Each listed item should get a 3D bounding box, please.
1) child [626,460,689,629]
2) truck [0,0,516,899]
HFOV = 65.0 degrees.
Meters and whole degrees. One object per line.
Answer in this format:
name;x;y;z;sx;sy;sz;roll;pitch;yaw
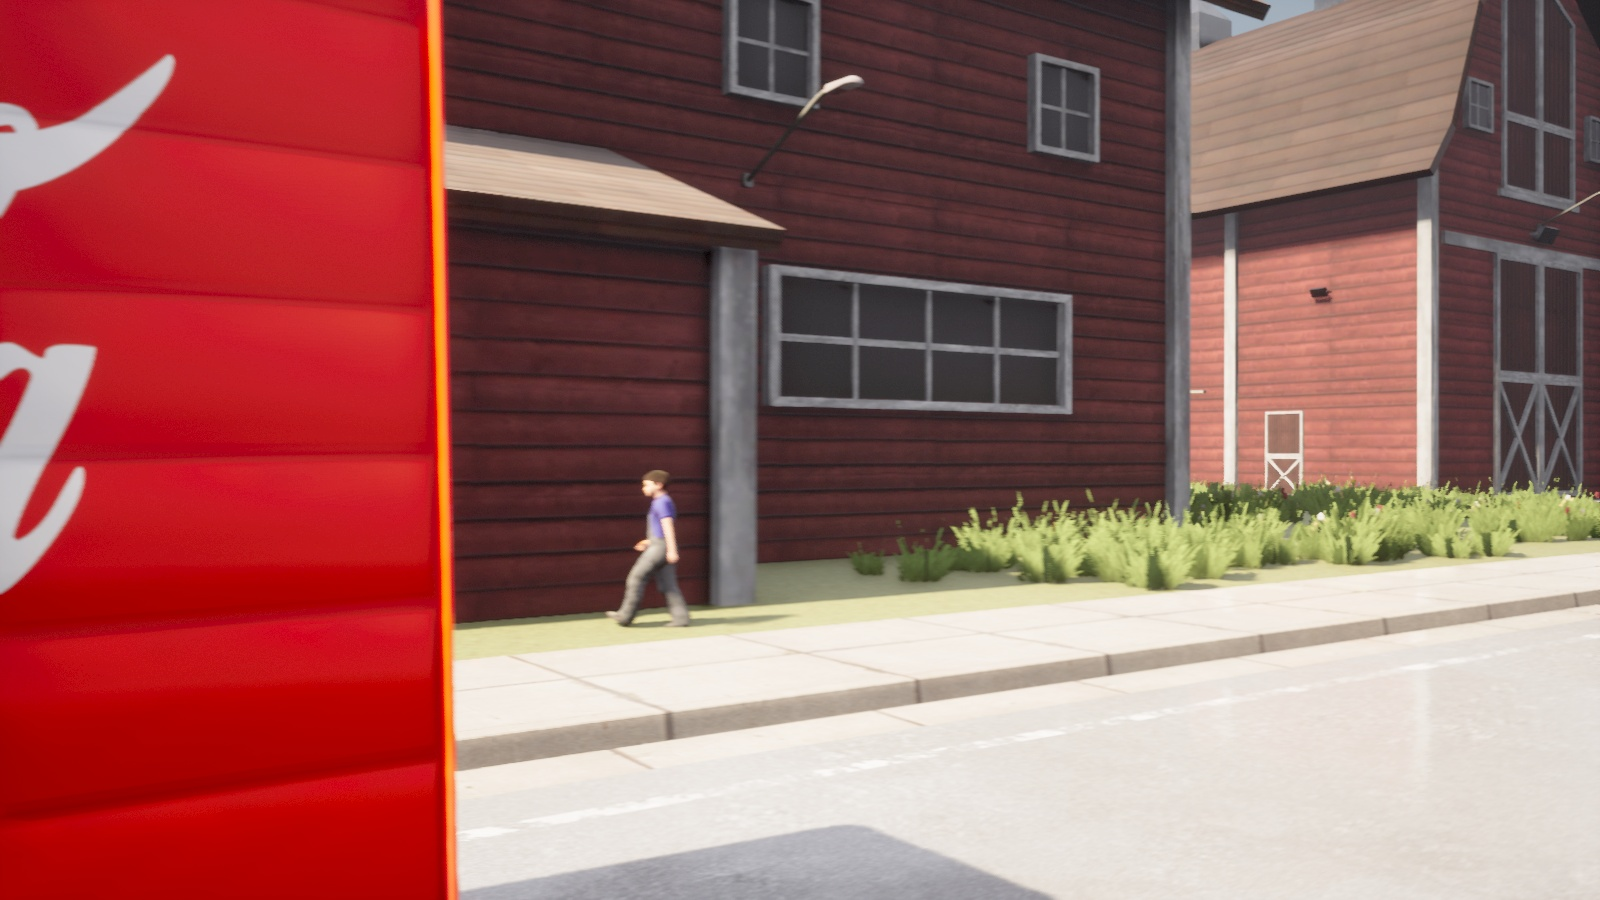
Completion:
child;-1.087;0.713;9.600;0.437;1.263;0.270;0;0;4
truck;-3.293;0.259;1.367;5.204;2.467;2.627;-1;0;-35
